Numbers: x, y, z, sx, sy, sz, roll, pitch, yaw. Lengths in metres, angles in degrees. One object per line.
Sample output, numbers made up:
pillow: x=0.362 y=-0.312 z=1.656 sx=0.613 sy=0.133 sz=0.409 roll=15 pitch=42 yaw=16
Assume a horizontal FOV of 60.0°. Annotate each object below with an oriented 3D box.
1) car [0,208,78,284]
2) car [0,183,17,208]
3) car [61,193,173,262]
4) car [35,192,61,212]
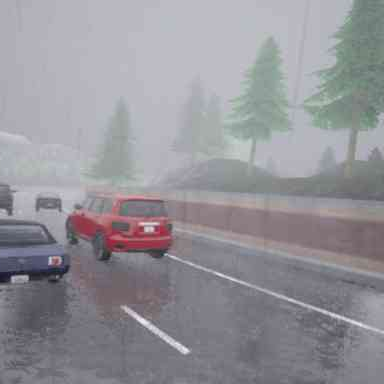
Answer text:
car: x=-4.566 y=1.313 z=8.226 sx=1.895 sy=1.301 sz=4.718 roll=4 pitch=0 yaw=-35
car: x=-13.426 y=0.373 z=22.820 sx=2.150 sy=2.045 sz=5.566 roll=4 pitch=0 yaw=-28
car: x=-2.743 y=1.065 z=11.763 sx=2.150 sy=2.045 sz=5.566 roll=4 pitch=0 yaw=-34
car: x=-11.906 y=0.745 z=27.572 sx=1.882 sy=1.535 sz=5.008 roll=4 pitch=0 yaw=-26
